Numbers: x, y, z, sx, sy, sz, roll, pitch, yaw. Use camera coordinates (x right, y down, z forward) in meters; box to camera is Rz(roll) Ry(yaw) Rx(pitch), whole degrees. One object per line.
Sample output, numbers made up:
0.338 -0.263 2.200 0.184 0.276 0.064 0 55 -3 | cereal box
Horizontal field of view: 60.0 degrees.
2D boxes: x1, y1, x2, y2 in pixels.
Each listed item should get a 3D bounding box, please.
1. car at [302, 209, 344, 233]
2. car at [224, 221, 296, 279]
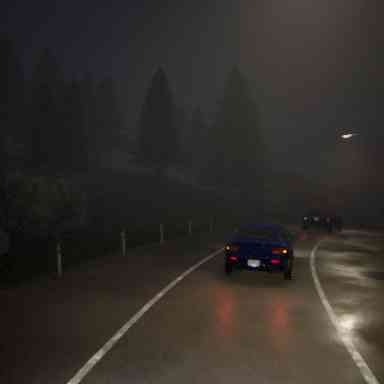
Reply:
10.195 2.108 25.692 2.097 1.767 4.553 2 -2 36 | car
2.225 1.638 10.453 1.812 1.442 4.674 1 -1 17 | car
